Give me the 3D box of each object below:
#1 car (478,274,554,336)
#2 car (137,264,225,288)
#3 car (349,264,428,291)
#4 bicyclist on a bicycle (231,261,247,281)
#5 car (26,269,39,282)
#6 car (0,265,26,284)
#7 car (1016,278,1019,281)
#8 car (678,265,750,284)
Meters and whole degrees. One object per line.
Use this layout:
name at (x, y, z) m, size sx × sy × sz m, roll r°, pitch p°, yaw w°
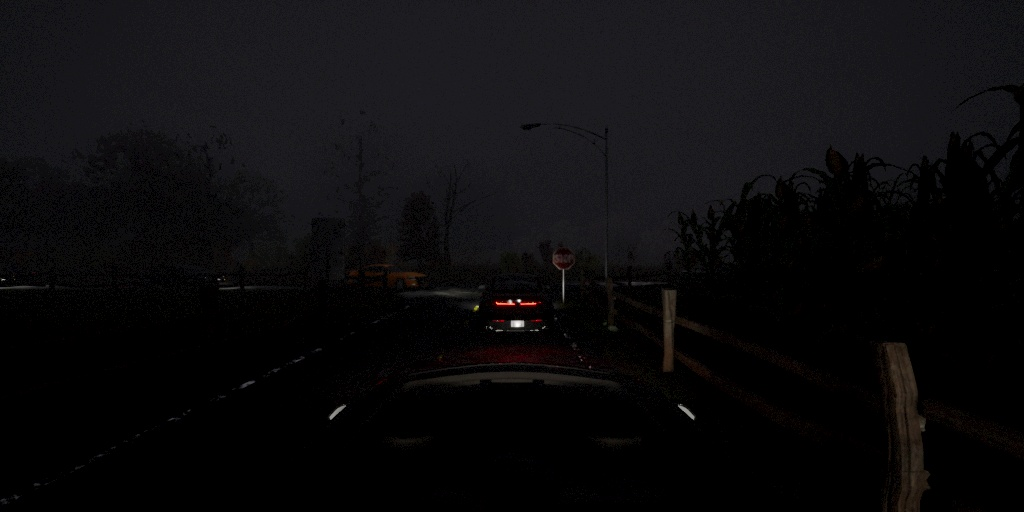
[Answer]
car at (0.071, 1.255, 10.366) m, size 1.837 × 1.490 × 4.892 m, roll 0°, pitch 0°, yaw -1°
car at (-21.559, 1.288, 23.456) m, size 4.892 × 1.490 × 1.837 m, roll 0°, pitch 0°, yaw 1°
car at (-7.518, 1.234, 21.852) m, size 5.008 × 1.535 × 1.882 m, roll 0°, pitch -1°, yaw 21°
bicyclist on a bicycle at (-22.402, 1.240, 29.442) m, size 0.582 × 1.620 × 1.656 m, roll 0°, pitch 0°, yaw 1°
car at (-38.770, 1.344, 26.656) m, size 5.357 × 1.411 × 2.033 m, roll 0°, pitch 0°, yaw 1°
car at (-35.903, 1.298, 23.674) m, size 4.892 × 1.490 × 1.837 m, roll 0°, pitch 0°, yaw 1°
car at (35.952, 1.133, 25.559) m, size 5.008 × 1.535 × 1.882 m, roll 0°, pitch 0°, yaw 1°
car at (14.629, 1.317, 25.876) m, size 4.718 × 1.301 × 1.895 m, roll 0°, pitch 0°, yaw 1°
